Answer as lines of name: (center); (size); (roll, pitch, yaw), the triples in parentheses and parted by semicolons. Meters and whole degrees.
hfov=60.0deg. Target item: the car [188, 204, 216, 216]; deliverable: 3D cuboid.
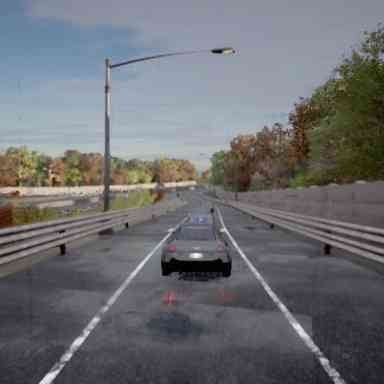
car: (0.687, 1.845, 23.590); (2.033, 1.411, 5.357); (0, -1, 3)

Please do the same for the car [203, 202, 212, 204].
car: (2.340, 2.236, 50.024); (2.033, 1.411, 5.357); (0, -1, 4)

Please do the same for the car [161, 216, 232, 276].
car: (0.156, 1.669, 10.733); (1.994, 1.385, 4.181); (0, -1, 1)
